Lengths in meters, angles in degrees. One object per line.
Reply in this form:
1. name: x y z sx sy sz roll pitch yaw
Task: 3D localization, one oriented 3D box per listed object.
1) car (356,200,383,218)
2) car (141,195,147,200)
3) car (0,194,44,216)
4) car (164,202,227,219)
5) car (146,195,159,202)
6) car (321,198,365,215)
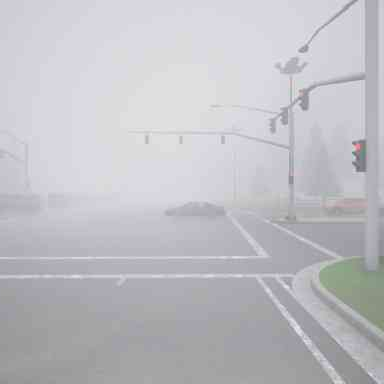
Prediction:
1. car: 17.506 1.601 29.273 4.718 1.301 1.895 0 0 -1
2. car: -12.441 1.524 89.044 1.812 1.442 4.674 0 0 0
3. car: -17.360 1.222 32.255 5.566 2.045 2.150 0 0 -1
4. car: 0.300 1.547 29.016 5.357 1.411 2.033 0 0 -1
5. car: -8.954 1.540 79.050 2.033 1.411 5.357 0 0 0
6. car: 15.204 1.352 32.739 4.553 1.767 2.097 0 0 -1
